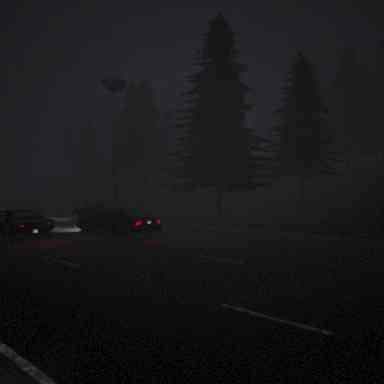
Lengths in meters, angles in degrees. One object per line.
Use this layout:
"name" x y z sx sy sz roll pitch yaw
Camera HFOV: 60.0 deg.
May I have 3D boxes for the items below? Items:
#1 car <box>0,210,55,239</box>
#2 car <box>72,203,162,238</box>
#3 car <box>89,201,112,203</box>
"car" -9.149 1.571 17.307 4.718 1.301 1.895 0 0 41
"car" -3.944 1.500 17.464 5.357 1.411 2.033 0 0 40
"car" -6.965 1.416 24.647 5.008 1.535 1.882 0 0 40
